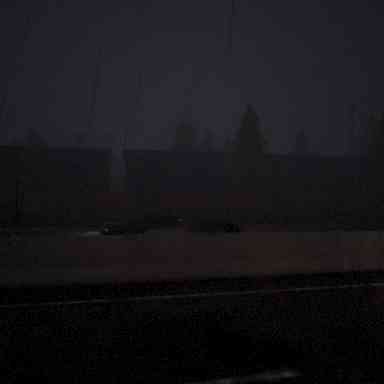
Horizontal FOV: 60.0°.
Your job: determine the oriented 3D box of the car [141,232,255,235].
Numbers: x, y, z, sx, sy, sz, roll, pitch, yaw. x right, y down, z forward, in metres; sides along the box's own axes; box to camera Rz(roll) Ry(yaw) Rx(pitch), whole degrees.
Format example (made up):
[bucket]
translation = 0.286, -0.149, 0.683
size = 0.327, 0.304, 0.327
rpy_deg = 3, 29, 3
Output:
[car]
translation = 0.367, 1.760, 13.073
size = 4.718, 1.301, 1.895
rpy_deg = 0, -1, -12
